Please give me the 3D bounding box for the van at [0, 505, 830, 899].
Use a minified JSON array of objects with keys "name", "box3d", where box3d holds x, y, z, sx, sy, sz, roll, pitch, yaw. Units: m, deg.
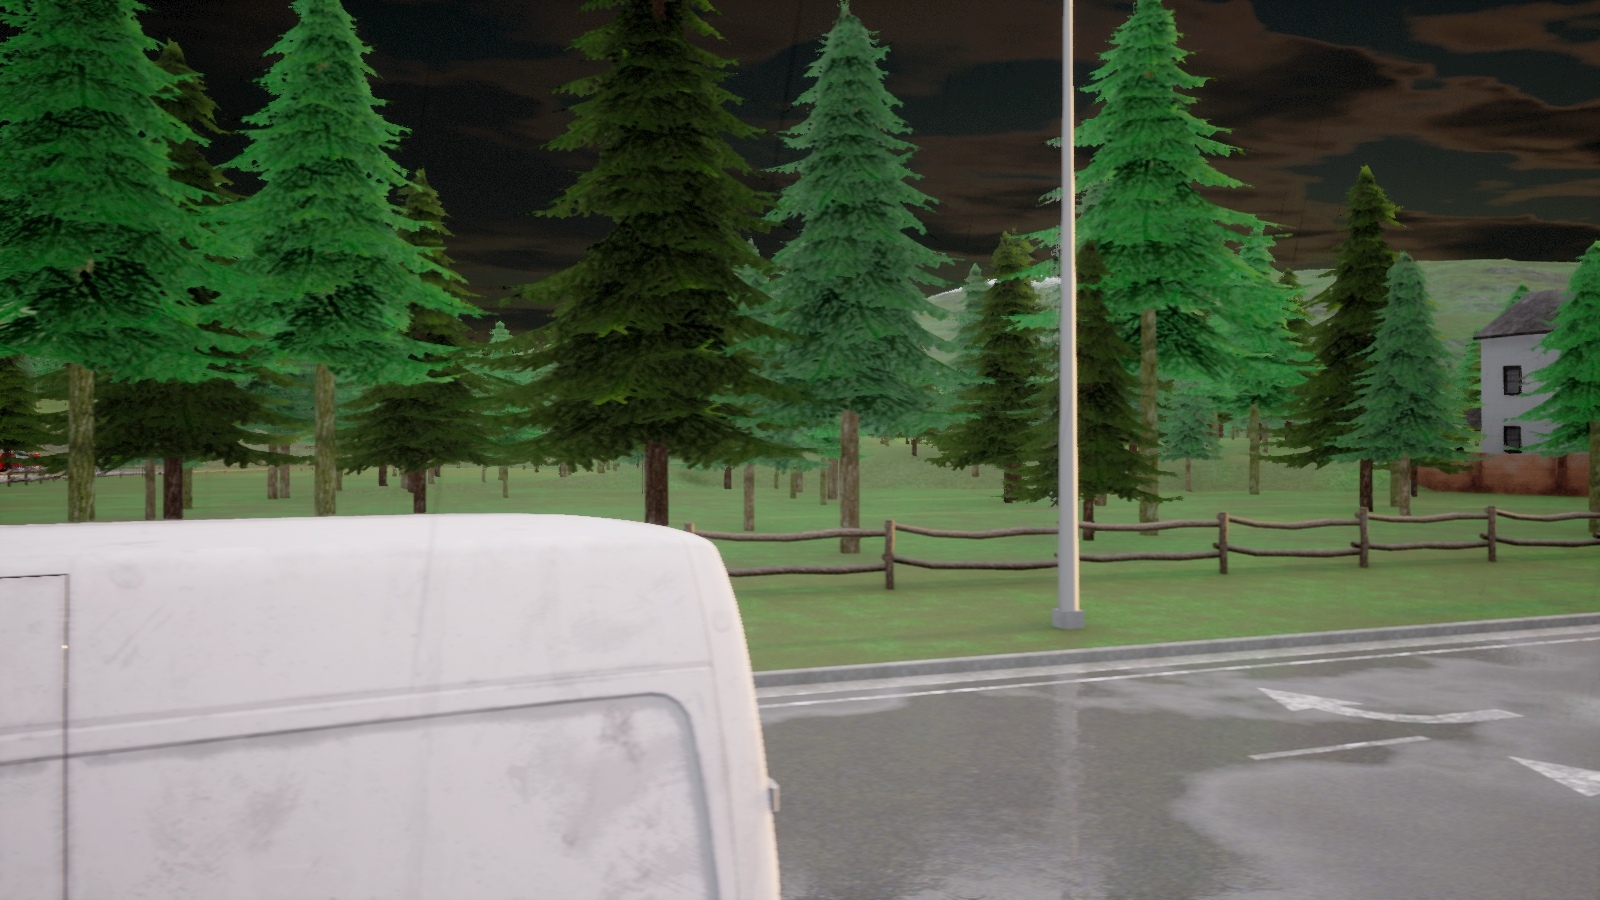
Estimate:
[{"name":"van","box3d":[-2.981,1.535,2.966,5.915,2.561,1.988,0,0,-29]}]
